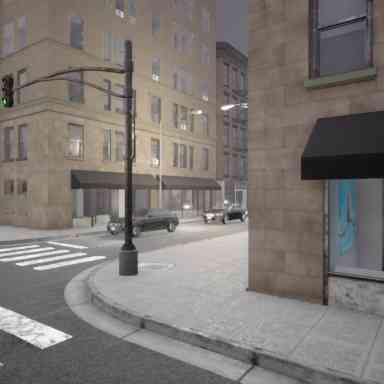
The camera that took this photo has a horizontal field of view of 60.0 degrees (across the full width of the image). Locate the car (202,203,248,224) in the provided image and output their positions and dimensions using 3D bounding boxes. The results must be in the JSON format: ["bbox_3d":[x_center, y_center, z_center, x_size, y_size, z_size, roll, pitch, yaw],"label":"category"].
[{"bbox_3d":[2.691,1.642,26.299,2.128,1.511,4.902,0,0,35],"label":"car"}]

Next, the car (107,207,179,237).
[{"bbox_3d":[-2.614,1.622,18.828,1.812,1.442,4.674,0,0,37],"label":"car"}]
